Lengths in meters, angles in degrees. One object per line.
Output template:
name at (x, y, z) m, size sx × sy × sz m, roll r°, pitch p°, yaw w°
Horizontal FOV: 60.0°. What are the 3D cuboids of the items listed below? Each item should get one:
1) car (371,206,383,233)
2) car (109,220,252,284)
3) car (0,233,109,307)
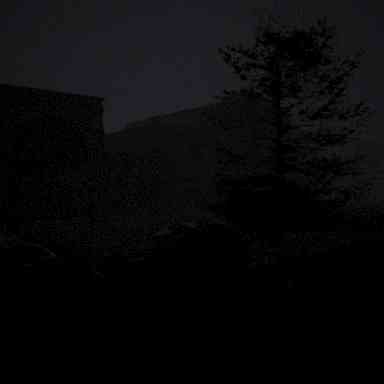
car at (11.723, 1.645, 21.216) m, size 5.008 × 1.535 × 2.097 m, roll 0°, pitch -1°, yaw -45°
car at (-0.193, 1.677, 10.478) m, size 4.892 × 1.521 × 2.231 m, roll 0°, pitch 2°, yaw -38°
car at (-4.615, 1.690, 7.056) m, size 4.892 × 1.521 × 2.231 m, roll 0°, pitch 2°, yaw -37°
